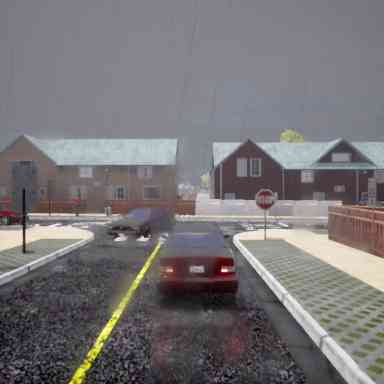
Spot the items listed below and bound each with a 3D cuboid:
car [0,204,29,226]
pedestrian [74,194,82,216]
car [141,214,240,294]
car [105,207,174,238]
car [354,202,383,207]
[{"bbox_3d":[-12.914,1.410,21.281,4.674,1.442,1.812,1,0,4],"label":"car"},{"bbox_3d":[-9.373,1.052,27.129,0.375,1.860,0.375,0,0,1],"label":"pedestrian"},{"bbox_3d":[0.096,1.547,8.954,2.033,1.411,5.357,0,0,0],"label":"car"},{"bbox_3d":[-2.477,1.540,17.698,2.033,1.411,5.357,0,0,17],"label":"car"},{"bbox_3d":[12.449,1.483,23.733,4.553,1.767,2.097,1,0,1],"label":"car"}]
